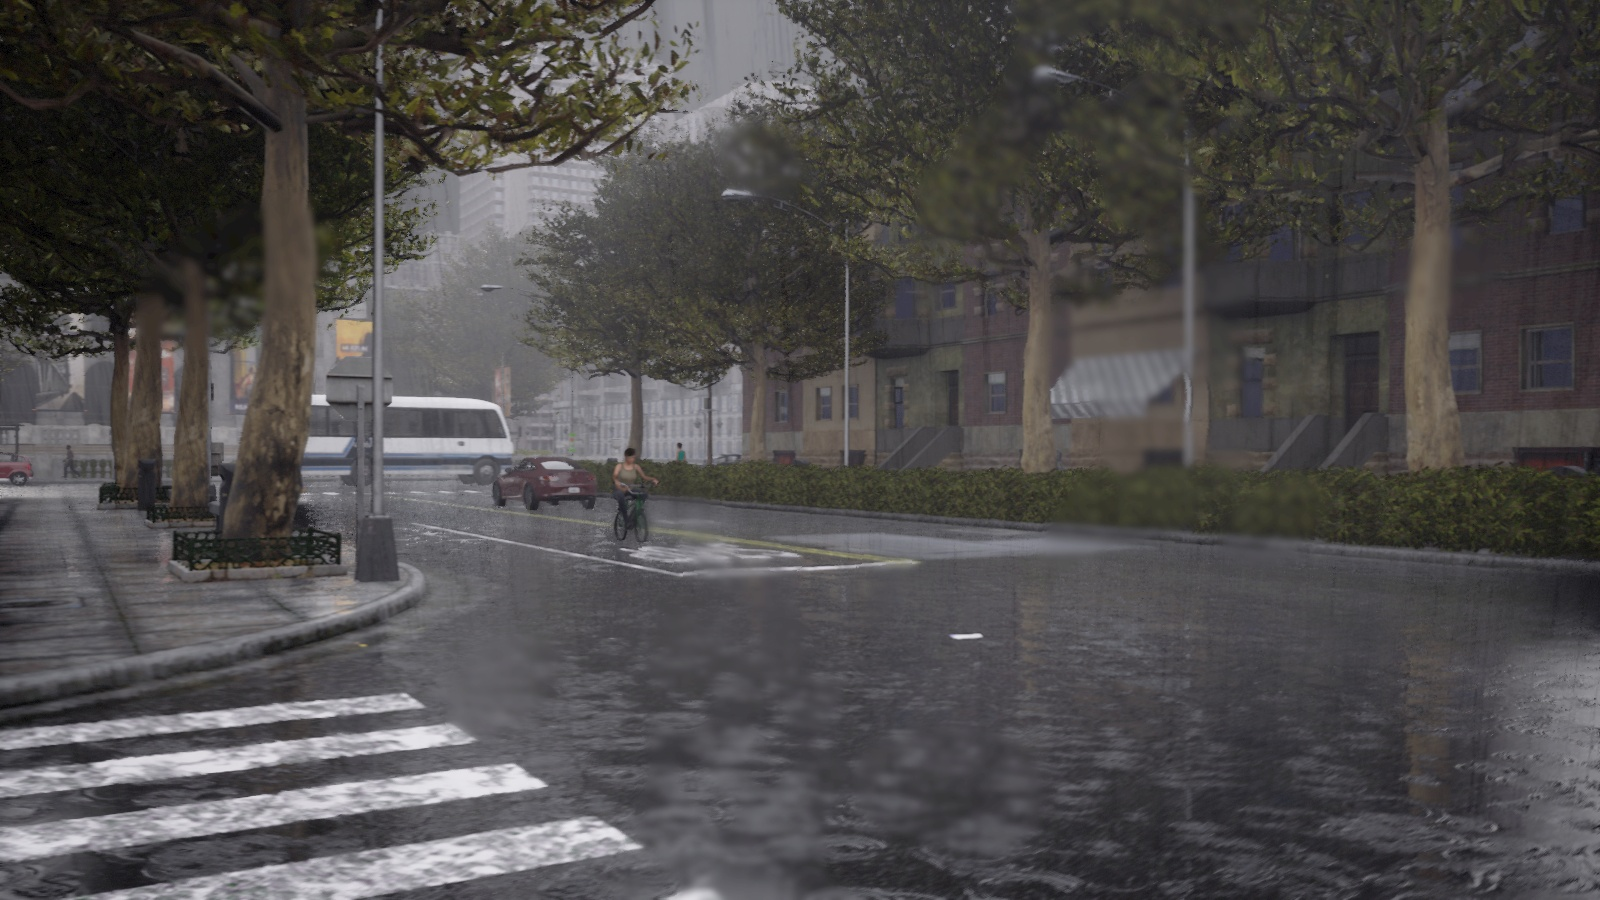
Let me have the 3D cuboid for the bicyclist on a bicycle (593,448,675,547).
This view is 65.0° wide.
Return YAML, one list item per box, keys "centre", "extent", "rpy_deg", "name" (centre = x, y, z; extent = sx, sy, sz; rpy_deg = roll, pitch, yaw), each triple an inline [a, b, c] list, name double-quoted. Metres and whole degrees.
- centre: [-2.825, 0.780, 21.251]
  extent: [0.866, 1.612, 1.509]
  rpy_deg: [0, 0, -30]
  name: "bicyclist on a bicycle"

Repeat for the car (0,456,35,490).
- centre: [-37.124, 1.032, 57.320]
  extent: [3.705, 1.549, 1.789]
  rpy_deg: [0, 0, -30]
  name: "car"

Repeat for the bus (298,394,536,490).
- centre: [-18.285, -0.338, 60.268]
  extent: [10.273, 4.253, 3.944]
  rpy_deg: [0, 0, -30]
  name: "bus"

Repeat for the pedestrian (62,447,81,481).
- centre: [-38.649, 0.754, 66.645]
  extent: [0.869, 1.805, 0.328]
  rpy_deg: [0, 0, -29]
  name: "pedestrian"

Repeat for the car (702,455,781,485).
- centre: [-3.039, 1.016, 65.152]
  extent: [3.705, 1.549, 1.789]
  rpy_deg: [0, 0, -30]
  name: "car"

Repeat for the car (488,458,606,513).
- centre: [-7.210, 0.938, 35.464]
  extent: [1.812, 1.442, 4.674]
  rpy_deg: [0, 0, -31]
  name: "car"
